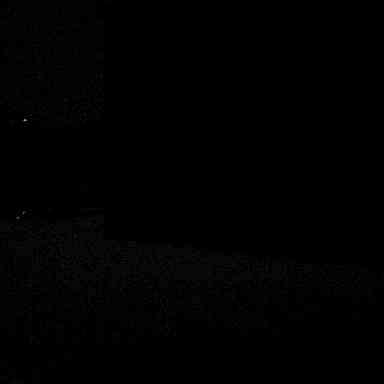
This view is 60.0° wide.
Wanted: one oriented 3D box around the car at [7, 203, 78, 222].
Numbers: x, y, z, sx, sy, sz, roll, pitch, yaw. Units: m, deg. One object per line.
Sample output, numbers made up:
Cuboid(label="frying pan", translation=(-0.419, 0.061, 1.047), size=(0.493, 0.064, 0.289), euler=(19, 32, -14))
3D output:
Cuboid(label="car", translation=(-11.523, 1.582, 26.262), size=(1.895, 1.301, 4.718), euler=(0, 0, 35))

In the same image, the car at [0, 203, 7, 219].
Cuboid(label="car", translation=(-15.140, 1.543, 25.551), size=(2.008, 1.369, 4.403), euler=(0, 0, 35))
